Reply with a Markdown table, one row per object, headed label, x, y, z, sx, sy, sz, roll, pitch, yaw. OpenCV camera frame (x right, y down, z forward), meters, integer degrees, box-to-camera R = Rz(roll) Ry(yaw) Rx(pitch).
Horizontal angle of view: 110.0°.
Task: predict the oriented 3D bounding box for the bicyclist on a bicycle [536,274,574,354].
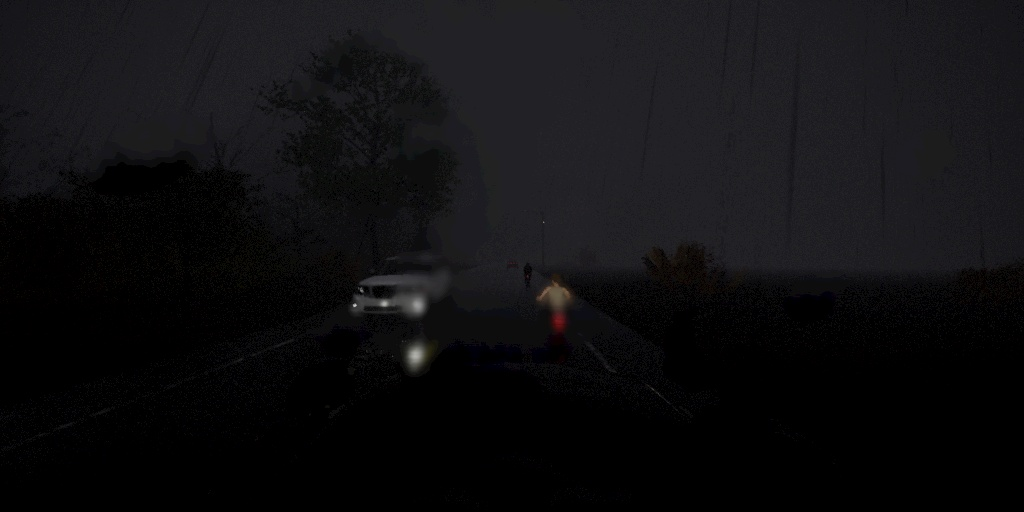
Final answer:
| label | x | y | z | sx | sy | sz | roll | pitch | yaw |
| --- | --- | --- | --- | --- | --- | --- | --- | --- | --- |
| bicyclist on a bicycle | 0.970 | 1.199 | 7.860 | 0.866 | 1.612 | 1.509 | 0 | 0 | 0 |

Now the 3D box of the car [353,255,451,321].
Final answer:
| label | x | y | z | sx | sy | sz | roll | pitch | yaw |
| --- | --- | --- | --- | --- | --- | --- | --- | --- | --- |
| car | -3.598 | 0.993 | 12.860 | 2.150 | 2.045 | 5.566 | 0 | 0 | 0 |

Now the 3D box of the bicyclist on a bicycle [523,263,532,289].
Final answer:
| label | x | y | z | sx | sy | sz | roll | pitch | yaw |
| --- | --- | --- | --- | --- | --- | --- | --- | --- | --- |
| bicyclist on a bicycle | 0.965 | 1.241 | 21.867 | 0.582 | 1.620 | 1.656 | 0 | 0 | 0 |

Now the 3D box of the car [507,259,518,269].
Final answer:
| label | x | y | z | sx | sy | sz | roll | pitch | yaw |
| --- | --- | --- | --- | --- | --- | --- | --- | --- | --- |
| car | 0.110 | 1.352 | 61.209 | 1.837 | 1.490 | 4.892 | 0 | 0 | 0 |
